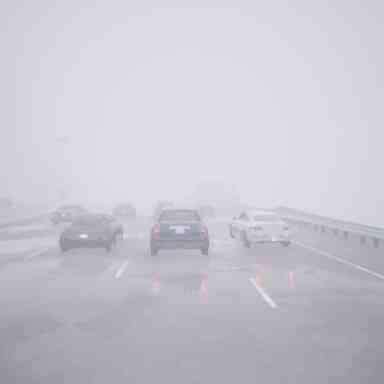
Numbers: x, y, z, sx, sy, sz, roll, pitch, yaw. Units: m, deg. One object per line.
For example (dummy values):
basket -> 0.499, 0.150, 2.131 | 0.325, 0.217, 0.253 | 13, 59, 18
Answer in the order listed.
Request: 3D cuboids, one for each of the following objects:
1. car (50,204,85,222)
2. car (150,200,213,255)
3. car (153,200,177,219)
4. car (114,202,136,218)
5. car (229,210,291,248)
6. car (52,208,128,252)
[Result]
car -> -8.724, 1.574, 24.231 | 2.033, 1.411, 5.357 | 0, 0, -7
car -> -0.550, 1.358, 13.520 | 2.097, 1.767, 4.553 | 0, 0, -4
car -> -2.523, 1.521, 30.014 | 1.837, 1.490, 4.892 | 0, 0, -9
car -> -6.089, 1.587, 30.153 | 1.994, 1.385, 4.181 | 0, 0, -9
car -> 2.874, 1.525, 14.710 | 1.812, 1.442, 4.674 | 0, 0, -4
car -> -4.107, 1.578, 14.133 | 1.994, 1.385, 4.181 | 0, 0, -4
